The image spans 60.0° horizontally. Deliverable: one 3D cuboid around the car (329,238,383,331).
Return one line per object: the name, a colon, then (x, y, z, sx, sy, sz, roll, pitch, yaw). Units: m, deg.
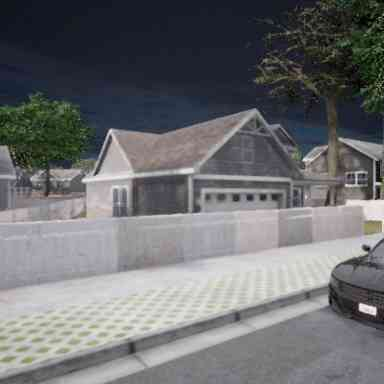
car: (4.623, 1.461, 6.360, 5.008, 1.535, 1.882, 0, 0, -36)
